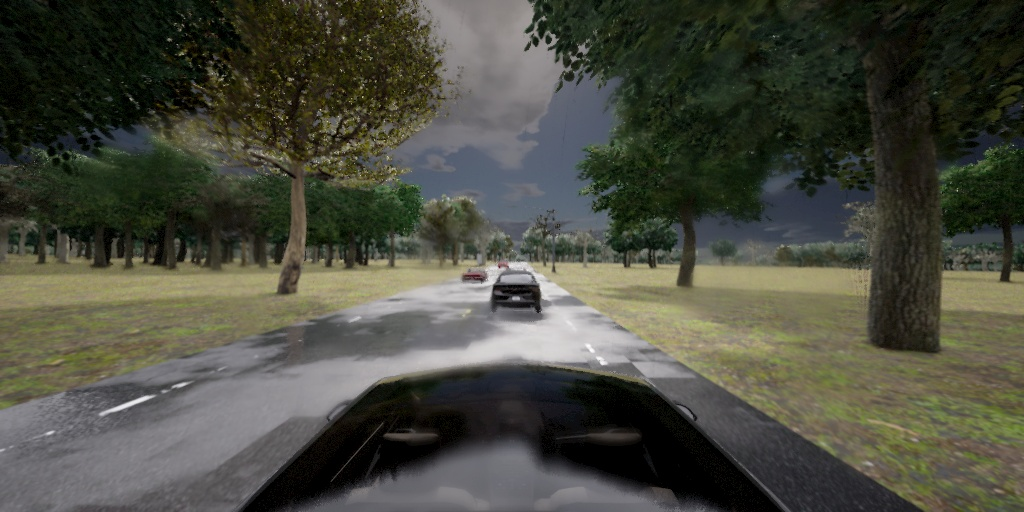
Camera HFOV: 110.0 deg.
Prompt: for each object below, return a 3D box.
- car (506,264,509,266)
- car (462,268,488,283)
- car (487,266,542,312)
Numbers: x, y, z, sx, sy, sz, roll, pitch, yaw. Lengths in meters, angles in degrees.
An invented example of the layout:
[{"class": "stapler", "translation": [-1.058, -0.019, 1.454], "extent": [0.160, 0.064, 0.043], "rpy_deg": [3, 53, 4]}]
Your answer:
[{"class": "car", "translation": [0.530, 1.719, 33.512], "extent": [1.895, 1.301, 4.718], "rpy_deg": [0, -1, 1]}, {"class": "car", "translation": [-3.221, 1.700, 31.758], "extent": [1.895, 1.301, 4.718], "rpy_deg": [0, -1, 1]}, {"class": "car", "translation": [0.182, 1.379, 15.141], "extent": [1.882, 1.535, 5.008], "rpy_deg": [0, -1, 1]}]
